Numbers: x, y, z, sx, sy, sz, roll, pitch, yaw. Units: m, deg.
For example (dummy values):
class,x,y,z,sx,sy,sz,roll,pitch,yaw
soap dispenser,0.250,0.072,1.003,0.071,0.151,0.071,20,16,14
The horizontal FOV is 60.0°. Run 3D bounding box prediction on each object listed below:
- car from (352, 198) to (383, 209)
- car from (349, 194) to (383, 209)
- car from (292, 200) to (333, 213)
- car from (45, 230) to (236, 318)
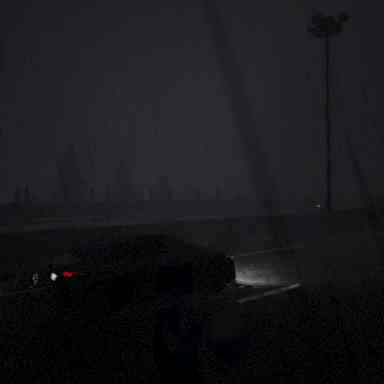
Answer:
class,x,y,z,sx,sy,sz,roll,pitch,yaw
car,16.514,1.542,29.694,4.181,1.385,1.994,0,0,-37
car,19.429,1.195,36.287,5.566,2.045,2.150,0,0,-37
car,13.092,1.544,35.885,5.357,1.411,2.033,0,0,-37
car,-1.012,1.576,7.509,4.181,1.385,1.994,0,0,-36
